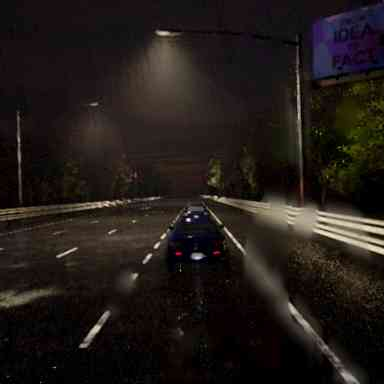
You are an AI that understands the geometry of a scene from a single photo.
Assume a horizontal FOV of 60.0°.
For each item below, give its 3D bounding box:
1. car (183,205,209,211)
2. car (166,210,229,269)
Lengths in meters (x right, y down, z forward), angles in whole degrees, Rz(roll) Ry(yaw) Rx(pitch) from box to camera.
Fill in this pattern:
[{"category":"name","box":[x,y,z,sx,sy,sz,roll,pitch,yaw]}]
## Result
[{"category":"car","box":[0.298,1.639,24.533,1.994,1.385,4.181,-2,0,1]},{"category":"car","box":[0.165,1.565,11.247,1.812,1.442,4.674,-2,0,1]}]
